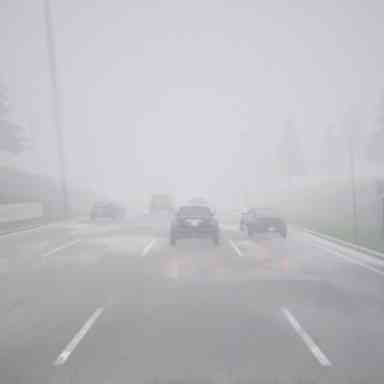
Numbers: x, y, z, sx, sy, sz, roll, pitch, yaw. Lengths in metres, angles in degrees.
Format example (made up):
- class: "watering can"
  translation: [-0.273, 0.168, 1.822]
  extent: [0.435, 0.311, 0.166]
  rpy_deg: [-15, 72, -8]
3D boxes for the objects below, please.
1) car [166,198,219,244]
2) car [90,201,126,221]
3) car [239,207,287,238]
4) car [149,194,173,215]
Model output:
- class: "car"
  translation: [0.124, 1.337, 15.872]
  extent: [2.097, 1.767, 4.553]
  rpy_deg: [0, 0, 0]
- class: "car"
  translation: [-6.662, 1.466, 26.719]
  extent: [2.128, 1.511, 4.902]
  rpy_deg: [0, 0, 2]
- class: "car"
  translation: [3.637, 1.509, 17.434]
  extent: [1.812, 1.442, 4.674]
  rpy_deg: [0, 0, 1]
- class: "car"
  translation: [-2.904, 1.190, 33.561]
  extent: [2.150, 2.045, 5.566]
  rpy_deg: [0, 0, 3]
